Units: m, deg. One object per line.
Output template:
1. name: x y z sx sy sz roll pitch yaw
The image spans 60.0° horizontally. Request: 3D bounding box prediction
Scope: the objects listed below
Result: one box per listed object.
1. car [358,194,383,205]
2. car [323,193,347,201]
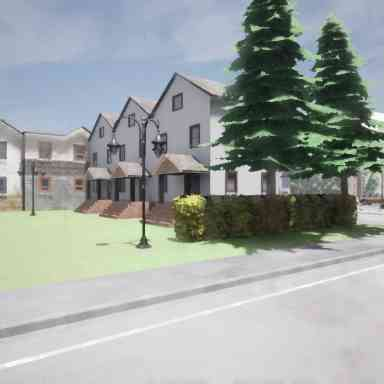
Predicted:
1. car: 27.232 1.097 49.238 1.932 1.855 4.605 0 0 -36
2. car: 32.105 1.097 74.691 1.932 1.855 4.605 0 0 -36
